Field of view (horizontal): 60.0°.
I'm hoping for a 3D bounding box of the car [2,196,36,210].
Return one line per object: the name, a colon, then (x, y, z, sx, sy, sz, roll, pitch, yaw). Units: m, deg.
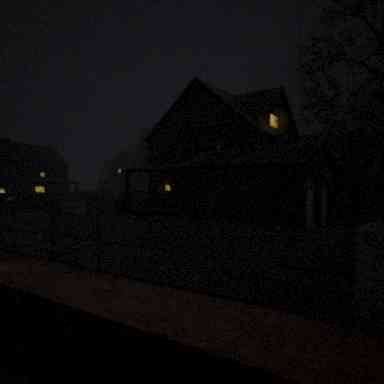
car: (-15.535, 1.102, 29.065, 1.812, 1.442, 4.674, 1, 2, 36)
